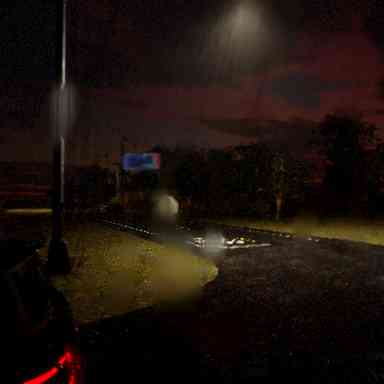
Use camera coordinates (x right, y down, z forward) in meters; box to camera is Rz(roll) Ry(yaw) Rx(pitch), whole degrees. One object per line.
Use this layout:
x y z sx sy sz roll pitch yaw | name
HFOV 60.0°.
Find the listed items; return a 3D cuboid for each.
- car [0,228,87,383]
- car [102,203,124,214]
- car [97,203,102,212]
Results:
-3.358 1.265 1.458 5.566 2.045 2.150 1 -2 -28 | car
-12.456 2.528 53.077 2.097 1.767 4.553 1 -2 -27 | car
-15.275 2.647 58.548 2.097 1.767 4.553 1 -2 -27 | car
